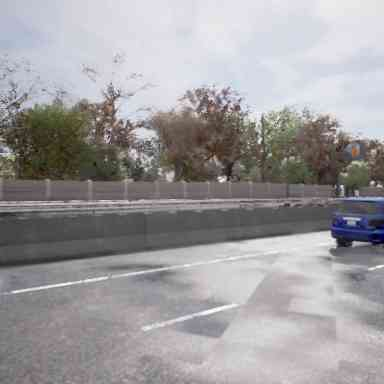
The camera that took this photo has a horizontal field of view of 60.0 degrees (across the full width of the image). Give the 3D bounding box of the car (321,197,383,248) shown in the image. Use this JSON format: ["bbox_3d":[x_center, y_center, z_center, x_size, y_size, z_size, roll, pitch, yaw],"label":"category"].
[{"bbox_3d":[8.050,1.243,13.791,5.566,2.045,2.150,0,0,-36],"label":"car"}]

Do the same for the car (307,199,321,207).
[{"bbox_3d":[17.115,1.666,41.987,4.718,1.301,1.895,0,0,-35],"label":"car"}]

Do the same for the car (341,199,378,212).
[{"bbox_3d":[20.102,1.573,39.814,4.892,1.490,1.837,0,0,-35],"label":"car"}]

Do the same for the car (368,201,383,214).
[{"bbox_3d":[21.460,1.667,36.490,4.718,1.301,1.895,0,0,-35],"label":"car"}]

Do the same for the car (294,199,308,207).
[{"bbox_3d":[15.898,1.631,45.408,4.181,1.385,1.994,0,0,-35],"label":"car"}]
